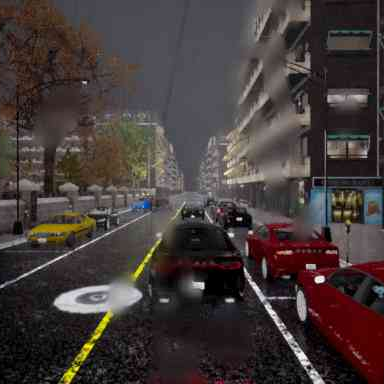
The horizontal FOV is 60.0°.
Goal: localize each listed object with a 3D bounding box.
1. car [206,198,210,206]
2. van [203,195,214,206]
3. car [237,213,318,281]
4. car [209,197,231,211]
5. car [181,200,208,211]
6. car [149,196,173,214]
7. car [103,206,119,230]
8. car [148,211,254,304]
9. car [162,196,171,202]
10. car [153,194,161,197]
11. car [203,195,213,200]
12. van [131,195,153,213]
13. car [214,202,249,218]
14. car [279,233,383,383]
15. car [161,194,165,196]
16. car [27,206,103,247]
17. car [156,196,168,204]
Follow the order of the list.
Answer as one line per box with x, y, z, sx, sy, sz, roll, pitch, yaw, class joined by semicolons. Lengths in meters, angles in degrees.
2.657;1.569;31.868;1.947;1.339;4.313;0;0;0;car
2.636;1.351;54.009;1.690;1.788;3.998;0;0;0;van
2.677;1.544;9.727;1.887;1.381;4.507;0;0;0;car
2.661;1.442;26.333;1.967;1.590;4.097;0;0;0;car
0.075;1.603;27.949;1.895;1.301;4.718;0;0;0;car
-3.109;1.510;35.325;1.837;1.490;4.892;0;0;0;car
-5.713;1.551;20.790;2.008;1.369;4.403;0;0;0;car
0.089;1.477;8.249;1.882;1.535;5.008;0;0;0;car
-5.762;1.602;76.141;1.802;1.307;4.206;0;0;0;car
-5.735;1.321;42.930;2.192;1.841;5.009;0;0;0;car
2.643;1.574;48.473;1.947;1.339;4.313;0;0;0;car
-5.729;1.345;37.394;1.690;1.788;3.998;0;0;0;van
2.667;1.567;20.798;1.947;1.339;4.313;0;0;0;car
2.682;1.544;4.192;1.887;1.381;4.507;0;0;0;car
-5.749;1.327;59.536;2.192;1.841;5.009;0;0;0;car
-5.708;1.525;15.084;1.752;1.417;4.829;0;0;0;car
-5.752;1.581;65.072;1.947;1.339;4.313;0;0;0;car
